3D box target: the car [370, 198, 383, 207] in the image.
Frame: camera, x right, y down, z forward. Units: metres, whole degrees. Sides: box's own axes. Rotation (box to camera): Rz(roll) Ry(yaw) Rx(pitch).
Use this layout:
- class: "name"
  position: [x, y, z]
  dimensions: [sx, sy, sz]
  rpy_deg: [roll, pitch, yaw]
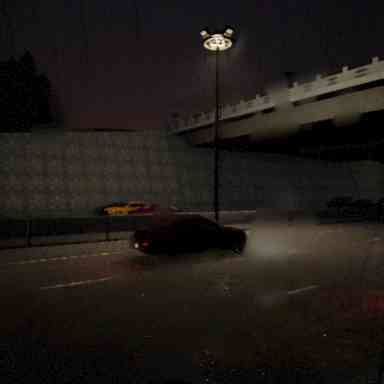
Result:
- class: "car"
  position: [30.574, 1.816, 51.619]
  dimensions: [5.566, 2.045, 2.150]
  rpy_deg: [1, 0, -35]

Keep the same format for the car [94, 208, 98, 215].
- class: "car"
  position: [-7.490, 1.712, 33.059]
  dimensions: [4.181, 1.385, 1.994]
  rpy_deg: [1, 0, -36]

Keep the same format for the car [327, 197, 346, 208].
- class: "car"
  position: [25.192, 1.802, 56.371]
  dimensions: [5.566, 2.045, 2.150]
  rpy_deg: [1, 0, -35]

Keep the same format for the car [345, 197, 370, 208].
- class: "car"
  position: [27.370, 1.934, 53.638]
  dimensions: [4.553, 1.767, 2.097]
  rpy_deg: [1, 0, -35]

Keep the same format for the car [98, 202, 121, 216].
- class: "car"
  position: [-5.508, 1.624, 30.175]
  dimensions: [5.008, 1.535, 1.882]
  rpy_deg: [1, 0, -36]

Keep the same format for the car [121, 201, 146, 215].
- class: "car"
  position: [-3.309, 1.712, 27.444]
  dimensions: [4.181, 1.385, 1.994]
  rpy_deg: [1, 0, -36]

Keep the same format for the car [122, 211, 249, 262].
- class: "car"
  position: [0.027, 1.605, 12.385]
  dimensions: [4.674, 1.442, 1.812]
  rpy_deg: [1, 0, -36]

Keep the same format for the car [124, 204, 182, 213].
- class: "car"
  position: [-2.126, 1.736, 23.989]
  dimensions: [4.718, 1.301, 1.895]
  rpy_deg: [1, 0, -36]
